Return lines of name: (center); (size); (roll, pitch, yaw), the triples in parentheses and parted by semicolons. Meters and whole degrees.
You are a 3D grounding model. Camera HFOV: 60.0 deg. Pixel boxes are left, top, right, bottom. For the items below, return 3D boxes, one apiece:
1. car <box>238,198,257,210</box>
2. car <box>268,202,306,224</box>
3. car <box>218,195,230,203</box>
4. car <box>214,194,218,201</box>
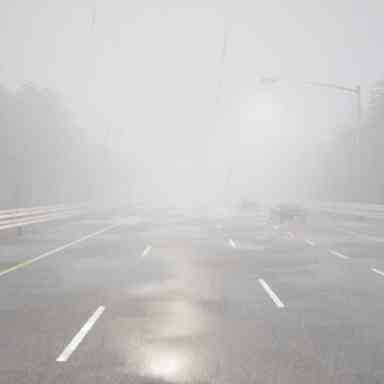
car: (7.116, 1.518, 42.766); (1.882, 1.535, 5.008); (0, 0, 0)
car: (7.043, 1.514, 24.925); (1.837, 1.490, 4.892); (0, 0, 0)
car: (7.319, 1.568, 73.319); (1.812, 1.442, 4.674); (0, 0, 0)
car: (7.456, 1.569, 88.349); (1.812, 1.442, 4.674); (0, 0, 1)
